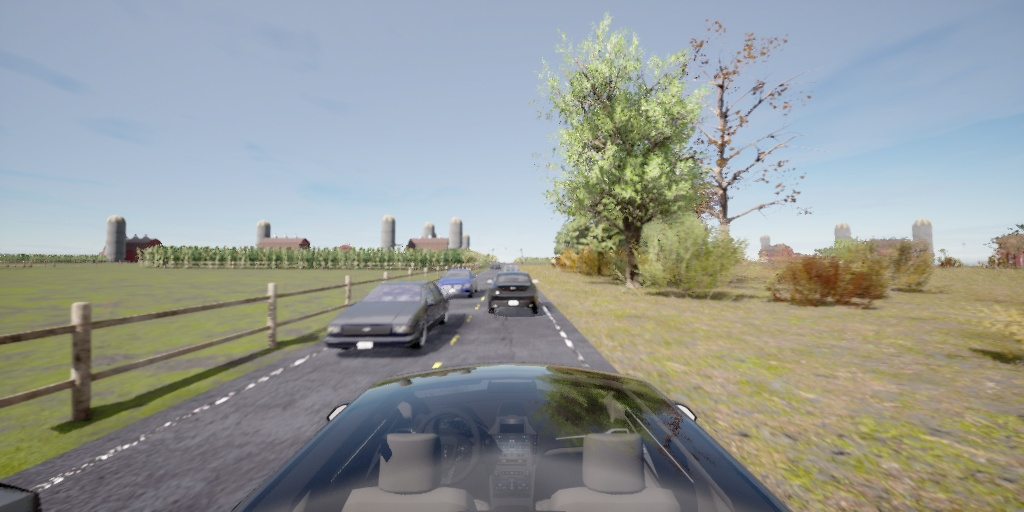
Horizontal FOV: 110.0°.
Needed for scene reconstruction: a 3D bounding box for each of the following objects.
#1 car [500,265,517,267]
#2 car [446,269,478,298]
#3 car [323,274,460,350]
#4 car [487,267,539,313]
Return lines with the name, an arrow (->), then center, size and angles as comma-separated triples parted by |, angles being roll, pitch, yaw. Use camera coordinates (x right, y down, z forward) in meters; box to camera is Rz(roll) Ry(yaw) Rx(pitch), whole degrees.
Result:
car -> -0.116, 1.704, 40.851 | 1.895, 1.301, 4.718 | 0, -1, 0
car -> -2.934, 1.450, 19.928 | 1.812, 1.442, 4.674 | 0, 0, -1
car -> -2.886, 1.379, 9.654 | 2.033, 1.411, 5.357 | 0, -1, -1
car -> 0.034, 1.371, 14.648 | 1.837, 1.490, 4.892 | 0, 0, 0
